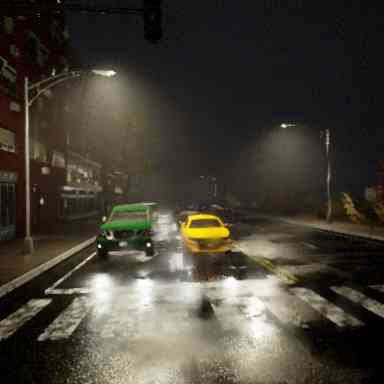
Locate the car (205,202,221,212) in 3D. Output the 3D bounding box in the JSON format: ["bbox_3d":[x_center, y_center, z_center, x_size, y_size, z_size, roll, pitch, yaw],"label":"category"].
[{"bbox_3d":[3.760,2.636,59.334,2.128,1.511,4.902,-1,-1,-5],"label":"car"}]

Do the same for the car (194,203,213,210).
[{"bbox_3d":[1.357,2.331,48.496,2.097,1.767,4.553,-1,-1,-5],"label":"car"}]

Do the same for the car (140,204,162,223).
[{"bbox_3d":[-4.304,2.190,35.338,2.097,1.767,4.553,-1,-1,-4],"label":"car"}]

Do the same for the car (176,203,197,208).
[{"bbox_3d":[-0.983,2.244,34.556,2.128,1.511,4.902,-1,-1,-4],"label":"car"}]

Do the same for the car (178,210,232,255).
[{"bbox_3d":[0.546,1.821,15.233,1.882,1.535,5.008,-1,-1,-4],"label":"car"}]

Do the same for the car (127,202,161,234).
[{"bbox_3d":[-3.523,1.848,25.363,2.150,2.045,5.566,-1,-1,-4],"label":"car"}]

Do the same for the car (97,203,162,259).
[{"bbox_3d":[-2.688,1.630,15.037,2.150,2.045,5.566,-1,-1,-3],"label":"car"}]

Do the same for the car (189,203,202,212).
[{"bbox_3d":[0.547,2.724,58.658,1.812,1.442,4.674,-1,-1,-4],"label":"car"}]

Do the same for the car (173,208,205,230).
[{"bbox_3d":[-0.195,2.141,24.539,1.895,1.301,4.718,-1,-1,-5],"label":"car"}]

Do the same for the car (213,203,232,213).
[{"bbox_3d":[4.586,2.466,48.877,2.033,1.411,5.357,-1,-1,-5],"label":"car"}]
